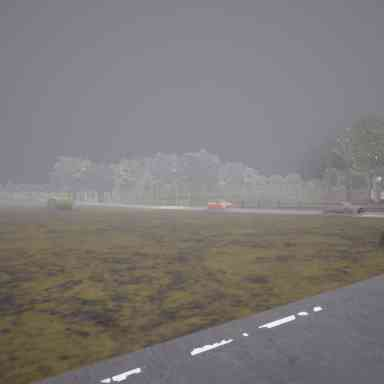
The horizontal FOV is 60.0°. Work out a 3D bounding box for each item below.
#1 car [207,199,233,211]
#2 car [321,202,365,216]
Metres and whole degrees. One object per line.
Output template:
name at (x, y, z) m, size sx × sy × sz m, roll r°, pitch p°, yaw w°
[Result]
car at (4.271, 1.935, 51.730) m, size 2.097 × 1.767 × 4.553 m, roll -2°, pitch 0°, yaw -35°
car at (15.920, 1.707, 35.212) m, size 1.994 × 1.385 × 4.181 m, roll -2°, pitch 0°, yaw -35°
